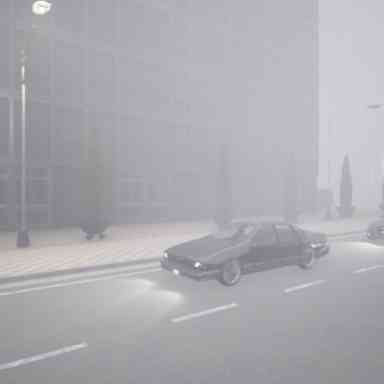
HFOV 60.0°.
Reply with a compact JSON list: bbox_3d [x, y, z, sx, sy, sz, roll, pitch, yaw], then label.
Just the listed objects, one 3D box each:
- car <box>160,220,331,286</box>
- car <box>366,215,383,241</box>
[{"bbox_3d":[1.789,1.546,9.576,5.357,1.411,2.033,0,0,-35],"label":"car"},{"bbox_3d":[9.885,1.553,15.377,4.181,1.385,1.994,0,0,-36],"label":"car"}]
